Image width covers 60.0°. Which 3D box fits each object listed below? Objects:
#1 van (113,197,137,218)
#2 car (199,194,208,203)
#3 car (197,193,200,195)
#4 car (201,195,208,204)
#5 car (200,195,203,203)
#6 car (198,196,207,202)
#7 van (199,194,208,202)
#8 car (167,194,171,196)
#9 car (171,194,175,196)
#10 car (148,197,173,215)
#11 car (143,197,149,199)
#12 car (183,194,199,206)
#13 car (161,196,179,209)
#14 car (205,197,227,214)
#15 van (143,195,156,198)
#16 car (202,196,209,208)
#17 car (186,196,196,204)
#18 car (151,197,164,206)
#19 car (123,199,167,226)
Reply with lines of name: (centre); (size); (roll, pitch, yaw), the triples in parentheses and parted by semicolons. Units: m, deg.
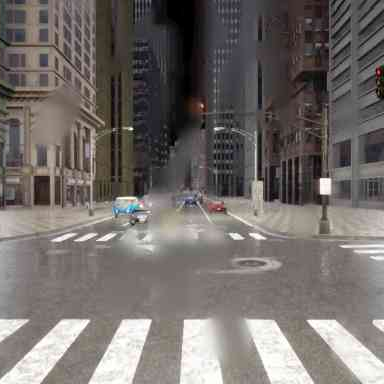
van: (-5.874, 1.347, 29.903); (1.690, 1.788, 3.998); (0, 0, 0)
car: (2.553, 1.573, 63.068); (1.887, 1.381, 4.507); (0, 0, 0)
car: (2.530, 1.348, 68.594); (2.192, 1.841, 5.009); (0, 0, 0)
car: (2.618, 1.561, 46.492); (1.887, 1.381, 4.507); (0, 0, 0)
car: (2.595, 1.546, 52.187); (1.752, 1.417, 4.829); (0, 0, 0)
car: (2.487, 1.592, 79.644); (2.008, 1.369, 4.403); (0, 0, 0)
van: (2.508, 1.378, 74.119); (1.690, 1.788, 3.998); (0, 0, 0)
car: (-6.012, 1.583, 68.577); (2.008, 1.369, 4.403); (0, 0, 0)
car: (-6.070, 1.571, 84.982); (1.752, 1.417, 4.829); (0, 0, 0)
car: (-3.204, 1.533, 33.477); (1.812, 1.442, 4.674); (0, 0, 0)
car: (-5.893, 1.553, 35.428); (1.887, 1.381, 4.507); (0, 0, 0)
car: (-0.187, 1.500, 54.726); (1.882, 1.535, 5.008); (0, 0, 0)
car: (-3.231, 1.579, 44.483); (1.994, 1.385, 4.181); (0, 0, 0)
car: (2.662, 1.553, 35.441); (1.887, 1.381, 4.507); (0, 0, 0)
van: (-5.934, 1.357, 46.477); (1.690, 1.788, 3.998); (0, 0, 0)
car: (2.640, 1.557, 40.966); (1.887, 1.381, 4.507); (0, 0, 0)
car: (-0.226, 1.594, 65.145); (1.994, 1.385, 4.181); (0, 0, 0)
car: (-5.972, 1.606, 57.527); (1.802, 1.307, 4.206); (0, 0, 0)
car: (-3.151, 1.495, 23.322); (2.128, 1.511, 4.902); (0, 0, -1)
